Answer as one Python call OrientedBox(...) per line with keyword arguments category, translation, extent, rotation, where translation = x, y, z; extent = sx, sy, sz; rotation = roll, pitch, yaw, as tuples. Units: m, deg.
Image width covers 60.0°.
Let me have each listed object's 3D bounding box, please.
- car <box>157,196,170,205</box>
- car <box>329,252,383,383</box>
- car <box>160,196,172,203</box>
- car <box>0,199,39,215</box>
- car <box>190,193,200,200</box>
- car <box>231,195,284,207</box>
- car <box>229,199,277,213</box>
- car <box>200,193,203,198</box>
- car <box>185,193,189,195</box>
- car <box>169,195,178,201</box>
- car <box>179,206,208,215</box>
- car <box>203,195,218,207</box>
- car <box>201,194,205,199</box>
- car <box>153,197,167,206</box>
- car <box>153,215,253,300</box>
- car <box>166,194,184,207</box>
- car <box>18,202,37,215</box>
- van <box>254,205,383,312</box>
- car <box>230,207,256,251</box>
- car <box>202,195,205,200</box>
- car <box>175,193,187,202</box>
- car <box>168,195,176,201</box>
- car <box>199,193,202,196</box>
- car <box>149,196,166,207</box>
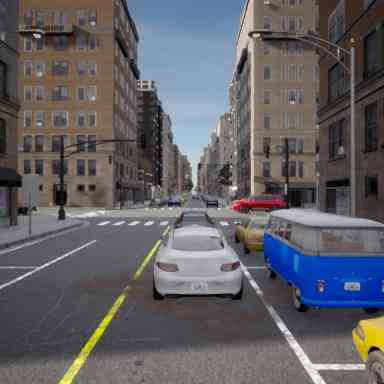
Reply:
OrientedBox(category="car", translation=(-5.300, 1.555, 61.920), extent=(2.008, 1.369, 4.403), rotation=(1, 0, 1))
OrientedBox(category="car", translation=(2.679, 1.526, 1.905), extent=(1.752, 1.417, 4.829), rotation=(1, 0, 0))
OrientedBox(category="car", translation=(-5.221, 1.549, 67.449), extent=(1.887, 1.381, 4.507), rotation=(1, 0, 1))
OrientedBox(category="car", translation=(-18.046, 1.411, 32.323), extent=(5.357, 1.411, 2.033), rotation=(0, -1, 0))
OrientedBox(category="car", translation=(0.977, 1.522, 91.793), extent=(1.812, 1.442, 4.674), rotation=(0, 0, 1))
OrientedBox(category="car", translation=(6.911, 1.272, 35.014), extent=(5.566, 2.045, 2.150), rotation=(1, 0, -9))
OrientedBox(category="car", translation=(7.176, 1.637, 39.260), extent=(5.357, 1.411, 2.033), rotation=(1, -1, 9))
OrientedBox(category="car", translation=(3.462, 1.567, 78.396), extent=(1.947, 1.339, 4.313), rotation=(1, 0, 1))
OrientedBox(category="car", translation=(-2.306, 1.358, 71.976), extent=(2.097, 1.767, 4.553), rotation=(0, 0, 1))
OrientedBox(category="car", translation=(-4.905, 1.565, 89.564), extent=(1.947, 1.339, 4.313), rotation=(1, 0, 1))
OrientedBox(category="car", translation=(0.115, 1.566, 15.594), extent=(1.994, 1.385, 4.181), rotation=(0, 0, 0))
OrientedBox(category="car", translation=(3.067, 1.570, 50.745), extent=(1.947, 1.339, 4.313), rotation=(1, 0, 1))
OrientedBox(category="car", translation=(3.225, 1.554, 61.806), extent=(2.008, 1.369, 4.403), rotation=(1, 0, 1))
OrientedBox(category="car", translation=(-5.379, 1.571, 56.392), extent=(1.947, 1.339, 4.313), rotation=(1, 0, 1))
OrientedBox(category="car", translation=(0.088, 1.527, 8.258), extent=(1.812, 1.442, 4.674), rotation=(0, 0, -1))
OrientedBox(category="car", translation=(-2.678, 1.483, 52.189), extent=(1.882, 1.535, 5.008), rotation=(0, 0, 1))
OrientedBox(category="car", translation=(-16.505, 1.444, 29.056), extent=(4.718, 1.301, 1.895), rotation=(0, -1, 1))
OrientedBox(category="van", translation=(2.689, 1.342, 7.409), extent=(1.690, 1.788, 3.998), rotation=(1, 0, 0))
OrientedBox(category="car", translation=(2.696, 1.527, 13.252), extent=(1.752, 1.417, 4.829), rotation=(1, 0, 0))
OrientedBox(category="car", translation=(3.146, 1.549, 56.275), extent=(1.887, 1.381, 4.507), rotation=(1, 0, 1))
OrientedBox(category="car", translation=(-2.515, 1.482, 61.849), extent=(1.882, 1.535, 5.008), rotation=(0, 0, 1))
OrientedBox(category="car", translation=(-4.986, 1.526, 83.866), extent=(1.752, 1.417, 4.829), rotation=(1, 0, 1))
OrientedBox(category="car", translation=(3.620, 1.549, 89.456), extent=(2.008, 1.369, 4.403), rotation=(1, 0, 1))
OrientedBox(category="car", translation=(-5.458, 1.588, 50.863), extent=(1.802, 1.307, 4.206), rotation=(1, 0, 1))
